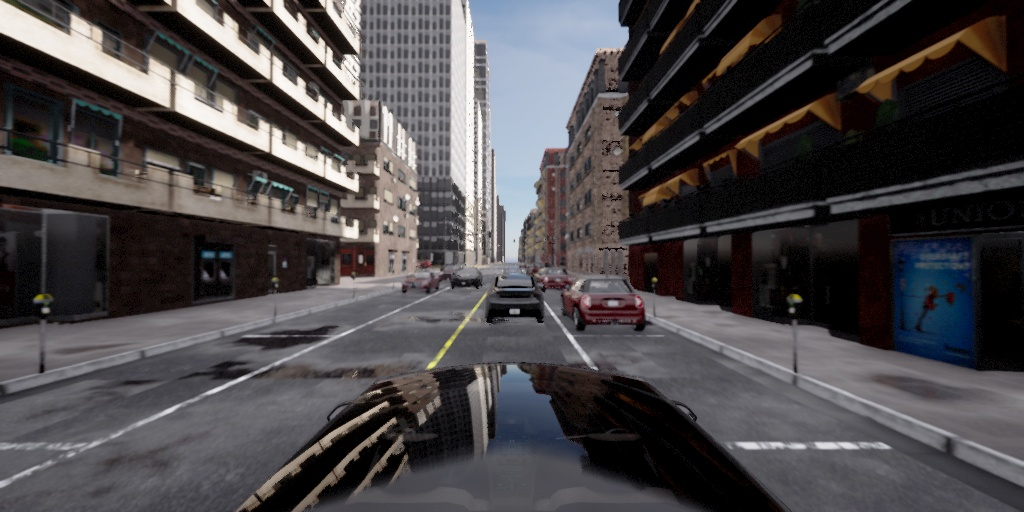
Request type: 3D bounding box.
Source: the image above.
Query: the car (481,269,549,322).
[{"bbox_3d":[0.089,1.388,12.910,1.837,1.490,4.892,0,0,0],"label":"car"}]

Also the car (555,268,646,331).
[{"bbox_3d":[2.688,1.305,11.464,1.967,1.591,4.097,0,0,0],"label":"car"}]

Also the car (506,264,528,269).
[{"bbox_3d":[0.093,1.659,32.058,2.033,1.411,5.357,0,-1,0],"label":"car"}]

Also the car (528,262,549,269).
[{"bbox_3d":[2.683,1.452,34.192,2.192,1.841,5.009,0,0,0],"label":"car"}]

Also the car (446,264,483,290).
[{"bbox_3d":[-3.106,1.510,25.525,1.882,1.535,5.008,0,-1,0],"label":"car"}]

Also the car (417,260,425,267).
[{"bbox_3d":[-17.587,1.451,59.219,5.009,1.841,2.192,0,0,0],"label":"car"}]

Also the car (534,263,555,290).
[{"bbox_3d":[2.685,1.440,22.828,1.967,1.591,4.097,0,0,0],"label":"car"}]

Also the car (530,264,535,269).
[{"bbox_3d":[2.684,1.594,28.680,1.751,1.417,4.829,0,0,0],"label":"car"}]

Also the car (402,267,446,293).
[{"bbox_3d":[-5.695,1.583,22.824,1.802,1.307,4.207,0,0,0],"label":"car"}]
